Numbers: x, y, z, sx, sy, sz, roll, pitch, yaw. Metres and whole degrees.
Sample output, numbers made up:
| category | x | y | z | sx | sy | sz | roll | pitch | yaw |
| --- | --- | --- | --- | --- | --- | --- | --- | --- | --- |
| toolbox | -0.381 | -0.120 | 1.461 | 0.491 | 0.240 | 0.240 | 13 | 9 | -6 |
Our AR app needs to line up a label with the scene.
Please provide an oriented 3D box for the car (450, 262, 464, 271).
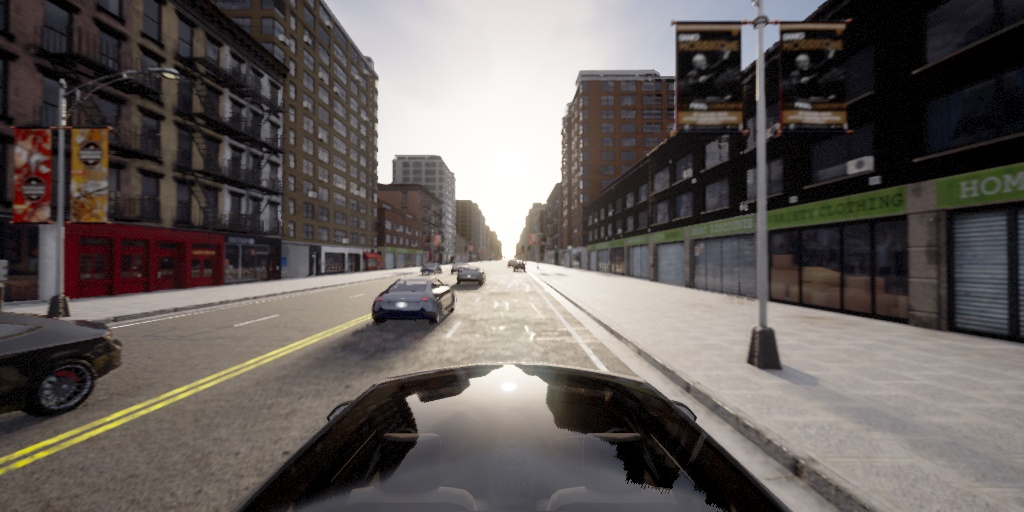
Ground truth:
| category | x | y | z | sx | sy | sz | roll | pitch | yaw |
| --- | --- | --- | --- | --- | --- | --- | --- | --- | --- |
| car | -6.565 | 1.522 | 45.333 | 1.812 | 1.442 | 4.674 | 0 | 0 | 0 |

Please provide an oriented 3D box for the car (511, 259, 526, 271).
| category | x | y | z | sx | sy | sz | roll | pitch | yaw |
| --- | --- | --- | --- | --- | --- | --- | --- | --- | --- |
| car | 1.160 | 1.562 | 55.801 | 1.837 | 1.490 | 4.892 | 0 | 0 | 0 |

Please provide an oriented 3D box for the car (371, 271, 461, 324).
| category | x | y | z | sx | sy | sz | roll | pitch | yaw |
| --- | --- | --- | --- | --- | --- | --- | --- | --- | --- |
| car | -3.147 | 1.372 | 12.221 | 1.994 | 1.385 | 4.181 | 0 | 0 | 0 |

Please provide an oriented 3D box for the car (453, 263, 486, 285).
| category | x | y | z | sx | sy | sz | roll | pitch | yaw |
| --- | --- | --- | --- | --- | --- | --- | --- | --- | --- |
| car | -3.139 | 1.461 | 28.135 | 1.994 | 1.385 | 4.181 | 0 | 0 | 0 |

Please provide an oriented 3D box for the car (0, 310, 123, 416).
| category | x | y | z | sx | sy | sz | roll | pitch | yaw |
| --- | --- | --- | --- | --- | --- | --- | --- | --- | --- |
| car | -6.598 | 1.285 | 3.301 | 1.812 | 1.442 | 4.674 | 0 | 0 | 0 |

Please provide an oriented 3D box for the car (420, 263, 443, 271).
| category | x | y | z | sx | sy | sz | roll | pitch | yaw |
| --- | --- | --- | --- | --- | --- | --- | --- | --- | --- |
| car | -9.819 | 1.536 | 44.032 | 2.033 | 1.411 | 5.357 | 0 | 0 | 0 |
